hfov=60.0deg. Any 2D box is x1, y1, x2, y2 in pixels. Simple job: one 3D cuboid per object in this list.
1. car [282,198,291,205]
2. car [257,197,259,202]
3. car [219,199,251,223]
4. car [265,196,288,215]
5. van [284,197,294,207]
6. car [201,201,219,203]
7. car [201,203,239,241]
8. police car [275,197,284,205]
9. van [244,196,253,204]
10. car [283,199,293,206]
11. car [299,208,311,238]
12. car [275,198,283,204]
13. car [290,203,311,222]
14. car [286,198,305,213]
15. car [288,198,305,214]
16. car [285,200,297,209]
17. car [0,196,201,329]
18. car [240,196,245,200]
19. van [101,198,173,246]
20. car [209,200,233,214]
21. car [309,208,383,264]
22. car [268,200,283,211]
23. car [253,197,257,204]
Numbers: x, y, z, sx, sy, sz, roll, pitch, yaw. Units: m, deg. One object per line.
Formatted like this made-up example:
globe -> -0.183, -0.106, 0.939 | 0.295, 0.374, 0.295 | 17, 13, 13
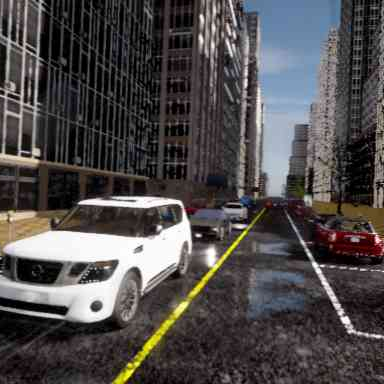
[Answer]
car -> 24.073, 2.400, 84.826 | 2.008, 1.369, 4.403 | 3, 0, 14
car -> 15.963, 2.057, 86.911 | 2.008, 1.369, 4.403 | 3, 0, 14
car -> 3.477, 1.619, 27.222 | 1.812, 1.442, 4.674 | 2, 0, 15
car -> 10.049, 1.564, 40.105 | 2.150, 2.045, 5.566 | 2, 0, 14
van -> 19.883, 2.043, 68.285 | 1.690, 1.788, 3.998 | 3, 0, 14
car -> 0.549, 1.517, 26.263 | 1.887, 1.381, 4.507 | 3, 0, 14
car -> 0.941, 1.553, 17.292 | 2.033, 1.411, 5.357 | 2, 0, 14
police car -> 21.029, 2.155, 80.111 | 1.930, 1.638, 5.238 | 2, 0, 14
van -> 10.372, 1.652, 64.854 | 1.690, 1.788, 3.998 | 3, 0, 14
car -> 21.272, 2.302, 73.799 | 2.008, 1.369, 4.403 | 3, 0, 14
car -> 7.330, 1.836, 18.647 | 1.947, 1.339, 4.313 | 3, 0, 14
car -> 23.460, 2.320, 89.698 | 1.837, 1.490, 4.892 | 2, 0, 14
car -> 10.067, 1.946, 29.690 | 1.802, 1.307, 4.206 | 3, 0, 14
car -> 14.282, 1.824, 46.229 | 2.192, 1.841, 5.009 | 3, 0, 14
car -> 12.881, 1.775, 40.716 | 2.192, 1.841, 5.009 | 3, 0, 14
car -> 17.114, 2.132, 57.422 | 1.752, 1.417, 4.829 | 3, 0, 14
car -> -1.571, 1.142, 7.339 | 2.150, 2.045, 5.566 | 2, 0, 14
car -> 6.159, 1.732, 48.314 | 1.947, 1.339, 4.313 | 3, 0, 14
van -> -2.350, 1.213, 15.263 | 1.690, 1.788, 3.998 | 3, 0, 14
car -> 3.357, 1.635, 37.286 | 1.947, 1.339, 4.313 | 3, 0, 14
car -> 5.991, 1.665, 13.120 | 1.967, 1.590, 4.097 | 3, 0, 14
car -> 12.670, 1.981, 50.473 | 2.033, 1.411, 5.357 | 2, 0, 14
car -> 13.162, 1.974, 75.884 | 1.947, 1.339, 4.313 | 3, 0, 14
